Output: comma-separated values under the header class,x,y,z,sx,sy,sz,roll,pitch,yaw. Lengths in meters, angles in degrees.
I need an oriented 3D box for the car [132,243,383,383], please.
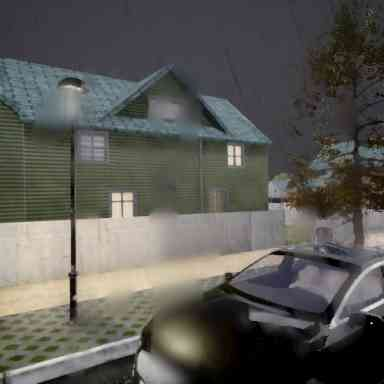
class,x,y,z,sx,sy,sz,roll,pitch,yaw
car,1.644,1.488,4.232,4.902,1.511,2.128,0,0,-35
